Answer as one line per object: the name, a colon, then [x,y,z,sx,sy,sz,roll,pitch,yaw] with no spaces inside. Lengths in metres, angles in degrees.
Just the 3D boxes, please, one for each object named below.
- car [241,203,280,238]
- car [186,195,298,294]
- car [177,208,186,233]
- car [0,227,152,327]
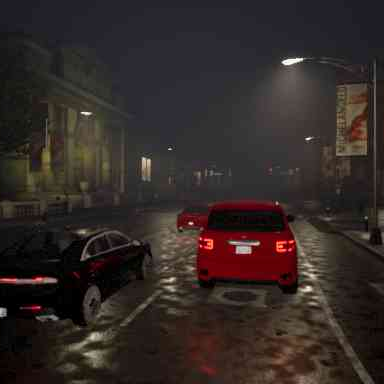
car: [3.962,1.477,18.744,1.882,1.535,5.008,0,0,14]
car: [1.602,1.221,9.084,2.150,2.045,5.566,0,0,13]
car: [0.572,1.477,19.606,1.882,1.535,5.008,0,0,15]
car: [-2.310,1.492,7.122,2.128,1.511,4.902,0,0,11]
